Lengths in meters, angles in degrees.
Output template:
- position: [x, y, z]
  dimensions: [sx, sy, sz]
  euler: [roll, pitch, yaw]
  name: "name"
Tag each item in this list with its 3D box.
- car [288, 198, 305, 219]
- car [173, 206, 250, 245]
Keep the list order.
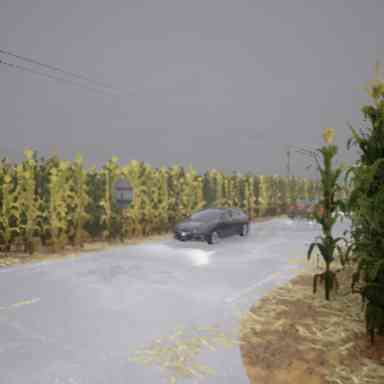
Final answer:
- position: [9.619, 1.302, 27.616]
  dimensions: [2.097, 1.767, 4.553]
  euler: [0, 0, 36]
  name: "car"
- position: [1.062, 1.480, 15.680]
  dimensions: [1.837, 1.490, 4.892]
  euler: [0, 0, 36]
  name: "car"
